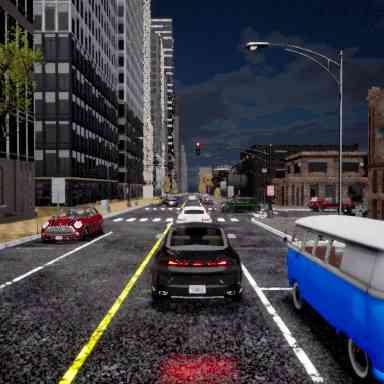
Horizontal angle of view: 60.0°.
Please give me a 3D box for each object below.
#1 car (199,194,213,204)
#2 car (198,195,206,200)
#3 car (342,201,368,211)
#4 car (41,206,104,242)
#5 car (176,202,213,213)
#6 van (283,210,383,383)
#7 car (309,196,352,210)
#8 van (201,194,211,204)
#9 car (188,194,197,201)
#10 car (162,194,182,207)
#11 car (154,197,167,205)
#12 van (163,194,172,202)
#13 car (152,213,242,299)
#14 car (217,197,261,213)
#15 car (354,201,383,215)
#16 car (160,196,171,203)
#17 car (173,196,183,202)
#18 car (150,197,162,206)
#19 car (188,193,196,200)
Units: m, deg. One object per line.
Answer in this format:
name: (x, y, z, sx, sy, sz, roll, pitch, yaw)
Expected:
car: (2.733, 1.425, 59.743, 1.967, 1.590, 4.097, -1, 0, 0)
car: (2.766, 1.531, 93.607, 2.008, 1.369, 4.403, -1, 0, 0)
car: (16.446, 1.793, 31.065, 4.313, 1.339, 1.947, 1, 0, 1)
car: (-5.688, 1.435, 16.214, 1.967, 1.590, 4.097, -1, 0, 0)
car: (0.111, 1.520, 18.770, 1.812, 1.442, 4.674, 0, 0, 0)
van: (2.680, 1.340, 5.122, 1.690, 1.788, 3.998, -1, 0, 0)
car: (16.563, 1.411, 39.441, 5.009, 1.841, 2.192, 1, 0, 1)
van: (2.736, 1.325, 65.387, 1.690, 1.788, 3.998, -1, 0, 0)
car: (0.075, 1.504, 81.055, 1.812, 1.442, 4.674, 0, 0, 0)
car: (-3.042, 1.478, 52.082, 2.128, 1.511, 4.902, 0, 0, 0)
car: (-5.613, 1.551, 59.805, 1.947, 1.339, 4.313, -1, 0, 0)
van: (-5.600, 1.323, 76.738, 1.690, 1.788, 3.998, -1, 0, 0)
car: (0.105, 1.502, 8.414, 1.837, 1.490, 4.892, 0, 0, 0)
car: (5.025, 1.359, 35.907, 4.553, 1.767, 2.097, 1, 0, -15)
car: (20.472, 1.738, 36.796, 4.181, 1.385, 1.994, 1, 1, 1)
car: (-5.602, 1.549, 71.094, 1.947, 1.339, 4.313, -1, 0, 0)
car: (-2.930, 1.536, 72.676, 1.994, 1.385, 4.181, 0, 0, 0)
car: (-5.789, 1.512, 53.992, 1.752, 1.417, 4.829, -1, 0, 0)
car: (0.085, 1.257, 91.058, 2.097, 1.767, 4.553, 0, 0, 0)
